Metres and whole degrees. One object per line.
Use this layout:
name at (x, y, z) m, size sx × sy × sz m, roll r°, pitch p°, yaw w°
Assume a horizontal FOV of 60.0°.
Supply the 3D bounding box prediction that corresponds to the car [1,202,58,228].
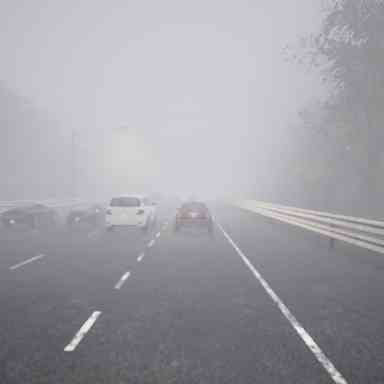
car at (-10.397, 1.446, 21.675) m, size 1.837 × 1.490 × 4.892 m, roll 0°, pitch 1°, yaw 0°

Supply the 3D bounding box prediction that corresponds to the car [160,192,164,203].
car at (-6.678, 1.053, 63.884) m, size 2.150 × 2.045 × 5.566 m, roll 0°, pitch 0°, yaw 0°

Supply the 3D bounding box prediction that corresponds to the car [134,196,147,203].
car at (-10.155, 1.429, 66.257) m, size 1.895 × 1.301 × 4.718 m, roll 0°, pitch 0°, yaw 0°

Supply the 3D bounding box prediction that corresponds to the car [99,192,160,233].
car at (-3.401, 1.170, 19.294) m, size 2.150 × 2.045 × 5.566 m, roll 0°, pitch 0°, yaw 0°

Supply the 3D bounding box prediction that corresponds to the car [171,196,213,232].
car at (0.097, 1.296, 19.939) m, size 2.097 × 1.767 × 4.553 m, roll 0°, pitch 0°, yaw 0°

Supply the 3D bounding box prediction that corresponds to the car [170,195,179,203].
car at (-3.176, 1.324, 64.178) m, size 2.128 × 1.511 × 4.902 m, roll 0°, pitch 0°, yaw 0°

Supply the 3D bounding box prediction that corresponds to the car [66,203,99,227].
car at (-6.894, 1.464, 22.306) m, size 1.812 × 1.442 × 4.674 m, roll 0°, pitch 0°, yaw 0°
